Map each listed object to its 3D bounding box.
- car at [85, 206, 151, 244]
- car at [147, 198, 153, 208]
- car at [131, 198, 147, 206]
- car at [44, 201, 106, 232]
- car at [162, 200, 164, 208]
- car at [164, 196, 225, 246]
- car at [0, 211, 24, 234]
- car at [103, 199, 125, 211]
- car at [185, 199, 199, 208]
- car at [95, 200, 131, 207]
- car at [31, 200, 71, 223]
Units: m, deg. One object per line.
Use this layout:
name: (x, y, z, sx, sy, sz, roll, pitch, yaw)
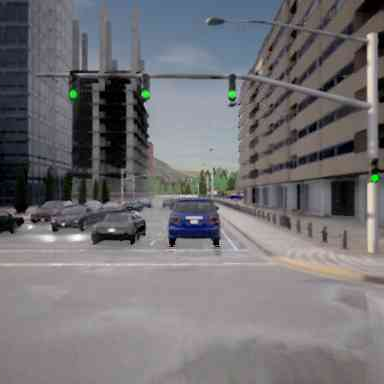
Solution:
car: (-3.398, 1.597, 16.080, 1.994, 1.385, 4.181, 0, 0, 0)
car: (-6.995, 1.688, 50.067, 1.812, 1.442, 4.674, 0, 0, 0)
car: (-7.021, 1.687, 39.807, 1.994, 1.385, 4.181, 0, 0, 0)
car: (-7.087, 1.555, 20.739, 1.837, 1.490, 4.892, 0, 0, 0)
car: (-3.495, 1.657, 50.878, 2.128, 1.511, 4.902, 0, 0, 0)
car: (0.110, 1.252, 15.541, 2.150, 2.045, 5.566, 0, 0, 0)
car: (-10.593, 1.636, 16.939, 1.895, 1.301, 4.718, 0, 0, 0)
car: (-10.496, 1.707, 45.003, 1.994, 1.385, 4.181, 0, 0, 0)
car: (0.005, 1.731, 50.993, 1.994, 1.385, 4.181, 0, 0, 0)
car: (-7.076, 1.610, 29.764, 1.812, 1.442, 4.674, 0, 0, 0)
car: (-10.587, 1.421, 25.836, 2.097, 1.767, 4.553, 0, 0, 0)
